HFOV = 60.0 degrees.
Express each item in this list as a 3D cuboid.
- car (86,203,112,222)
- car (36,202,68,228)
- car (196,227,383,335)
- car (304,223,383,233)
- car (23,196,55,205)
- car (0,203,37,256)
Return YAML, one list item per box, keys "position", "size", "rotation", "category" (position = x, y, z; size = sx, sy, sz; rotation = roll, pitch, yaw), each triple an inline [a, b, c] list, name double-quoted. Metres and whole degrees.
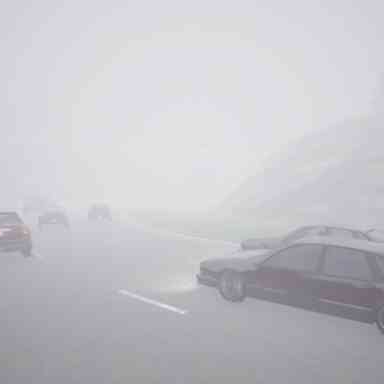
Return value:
- position: [-7.990, 1.697, 28.643]
  size: [1.837, 1.490, 4.892]
  rotation: [0, 0, -18]
  category: "car"
- position: [-9.762, 1.671, 23.367]
  size: [1.812, 1.442, 4.674]
  rotation: [0, 0, -24]
  category: "car"
- position: [2.654, 1.610, 6.553]
  size: [5.357, 1.411, 2.033]
  rotation: [0, -1, 39]
  category: "car"
- position: [4.068, 1.641, 9.913]
  size: [5.357, 1.411, 2.033]
  rotation: [0, -1, 40]
  category: "car"
- position: [-16.609, 1.442, 36.554]
  size: [2.150, 2.045, 5.566]
  rotation: [0, 0, -5]
  category: "car"
- position: [-7.673, 1.424, 12.727]
  size: [2.097, 1.767, 4.553]
  rotation: [1, -1, -37]
  category: "car"
